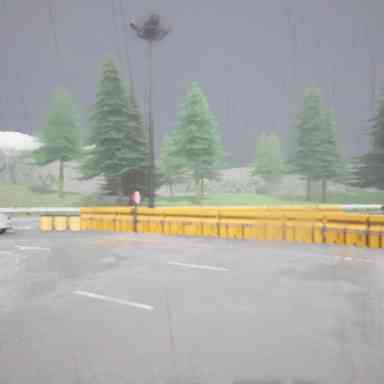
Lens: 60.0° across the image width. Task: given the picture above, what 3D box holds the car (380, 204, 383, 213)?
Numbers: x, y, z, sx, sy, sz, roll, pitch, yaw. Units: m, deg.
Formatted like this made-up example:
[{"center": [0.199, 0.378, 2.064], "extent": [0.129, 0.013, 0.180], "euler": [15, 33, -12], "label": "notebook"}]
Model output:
[{"center": [20.021, 1.294, 30.727], "extent": [5.008, 1.535, 1.882], "euler": [0, 0, -7], "label": "car"}]

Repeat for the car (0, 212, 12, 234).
[{"center": [-11.452, 1.480, 17.073], "extent": [4.674, 1.442, 1.812], "euler": [0, 0, 19], "label": "car"}]
